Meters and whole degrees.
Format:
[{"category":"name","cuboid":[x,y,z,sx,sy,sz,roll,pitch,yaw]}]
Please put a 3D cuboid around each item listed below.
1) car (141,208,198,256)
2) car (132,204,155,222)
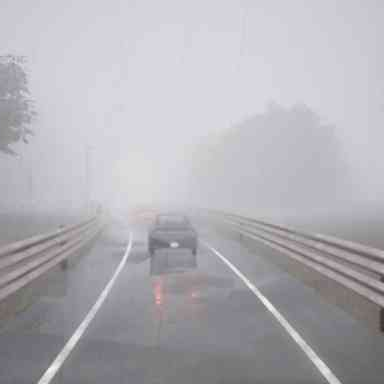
[{"category":"car","cuboid":[-0.907,1.653,13.971,2.128,1.511,4.902,0,-1,-7]},{"category":"car","cuboid":[-4.242,1.826,29.842,1.882,1.535,5.008,0,0,-16]}]
